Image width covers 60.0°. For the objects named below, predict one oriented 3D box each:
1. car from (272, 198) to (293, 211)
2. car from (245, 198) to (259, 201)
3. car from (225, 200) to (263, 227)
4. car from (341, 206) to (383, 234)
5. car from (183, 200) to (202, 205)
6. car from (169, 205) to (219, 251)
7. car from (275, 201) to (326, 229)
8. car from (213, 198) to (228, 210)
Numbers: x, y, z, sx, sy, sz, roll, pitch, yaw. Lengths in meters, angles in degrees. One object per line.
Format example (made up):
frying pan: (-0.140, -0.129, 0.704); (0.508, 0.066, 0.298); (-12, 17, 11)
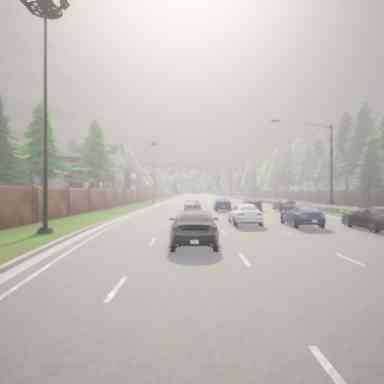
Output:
car: (10.560, 1.475, 38.124); (2.128, 1.511, 4.902); (0, 0, 0)
car: (7.058, 1.462, 39.680); (1.882, 1.535, 5.008); (0, 0, 0)
car: (3.576, 1.517, 22.508); (1.812, 1.442, 4.674); (0, 0, 0)
car: (10.580, 1.538, 19.163); (2.033, 1.411, 5.357); (0, 0, 0)
car: (0.063, 1.535, 34.923); (2.033, 1.411, 5.357); (0, 0, 0)
car: (0.085, 1.500, 14.064); (1.837, 1.490, 4.892); (0, 0, 0)
car: (7.069, 1.516, 21.509); (1.812, 1.442, 4.674); (0, 0, 0)
car: (3.559, 1.462, 39.625); (1.882, 1.535, 5.008); (0, 0, 0)
